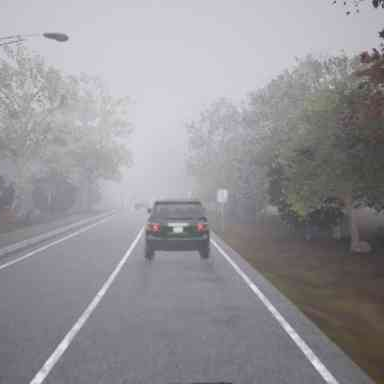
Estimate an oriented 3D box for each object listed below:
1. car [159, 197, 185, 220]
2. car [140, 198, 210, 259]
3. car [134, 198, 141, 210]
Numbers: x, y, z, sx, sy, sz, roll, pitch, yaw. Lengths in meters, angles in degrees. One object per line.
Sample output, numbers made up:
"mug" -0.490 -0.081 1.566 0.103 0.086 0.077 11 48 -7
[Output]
"car" -1.790 1.359 29.109 2.097 1.767 4.553 0 0 -4
"car" -0.586 1.232 12.868 2.150 2.045 5.566 0 0 -3
"car" -6.544 1.606 43.748 1.837 1.490 4.892 0 -2 -4
